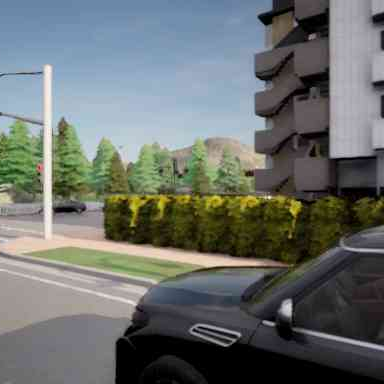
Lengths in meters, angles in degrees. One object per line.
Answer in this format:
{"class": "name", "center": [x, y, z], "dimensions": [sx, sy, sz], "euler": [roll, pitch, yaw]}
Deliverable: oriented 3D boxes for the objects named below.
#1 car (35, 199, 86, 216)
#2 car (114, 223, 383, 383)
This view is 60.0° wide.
{"class": "car", "center": [-12.668, 1.485, 32.344], "dimensions": [2.128, 1.511, 4.902], "euler": [0, 0, 37]}
{"class": "car", "center": [1.885, 1.215, 2.418], "dimensions": [5.566, 2.045, 2.150], "euler": [0, 0, 36]}
